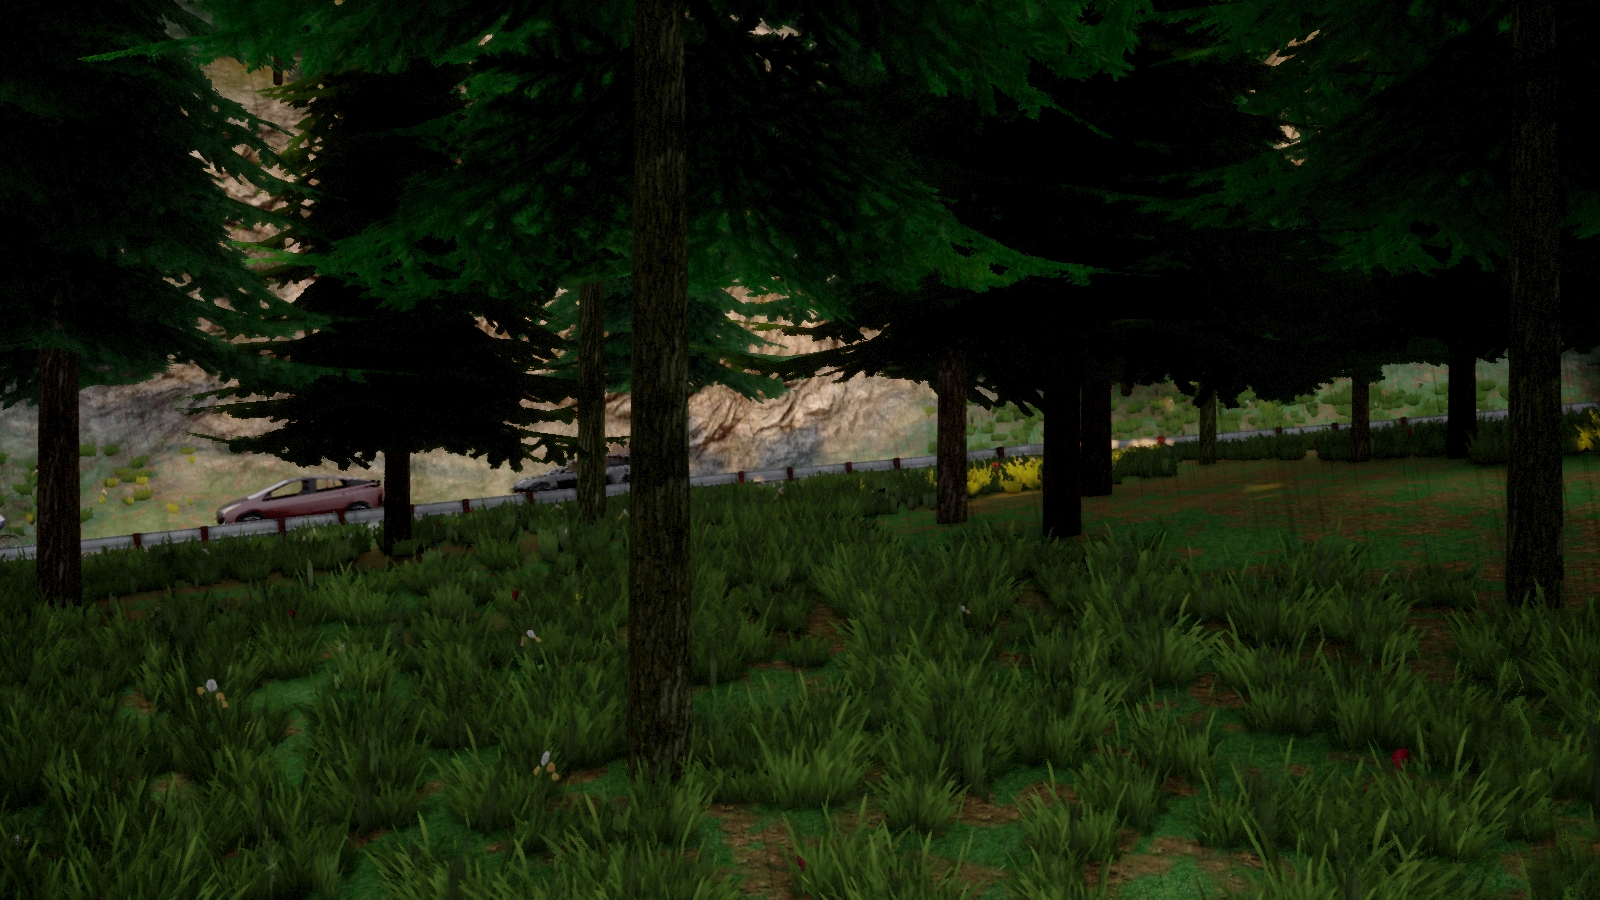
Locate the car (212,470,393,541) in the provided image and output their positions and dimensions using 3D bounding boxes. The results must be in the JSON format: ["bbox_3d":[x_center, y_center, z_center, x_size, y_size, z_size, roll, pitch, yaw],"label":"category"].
[{"bbox_3d":[-14.454,1.545,33.245,4.514,1.525,2.007,-5,3,-31],"label":"car"}]

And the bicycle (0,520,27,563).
[{"bbox_3d":[-20.726,2.386,29.098,1.643,1.024,0.373,-6,3,-34],"label":"bicycle"}]
